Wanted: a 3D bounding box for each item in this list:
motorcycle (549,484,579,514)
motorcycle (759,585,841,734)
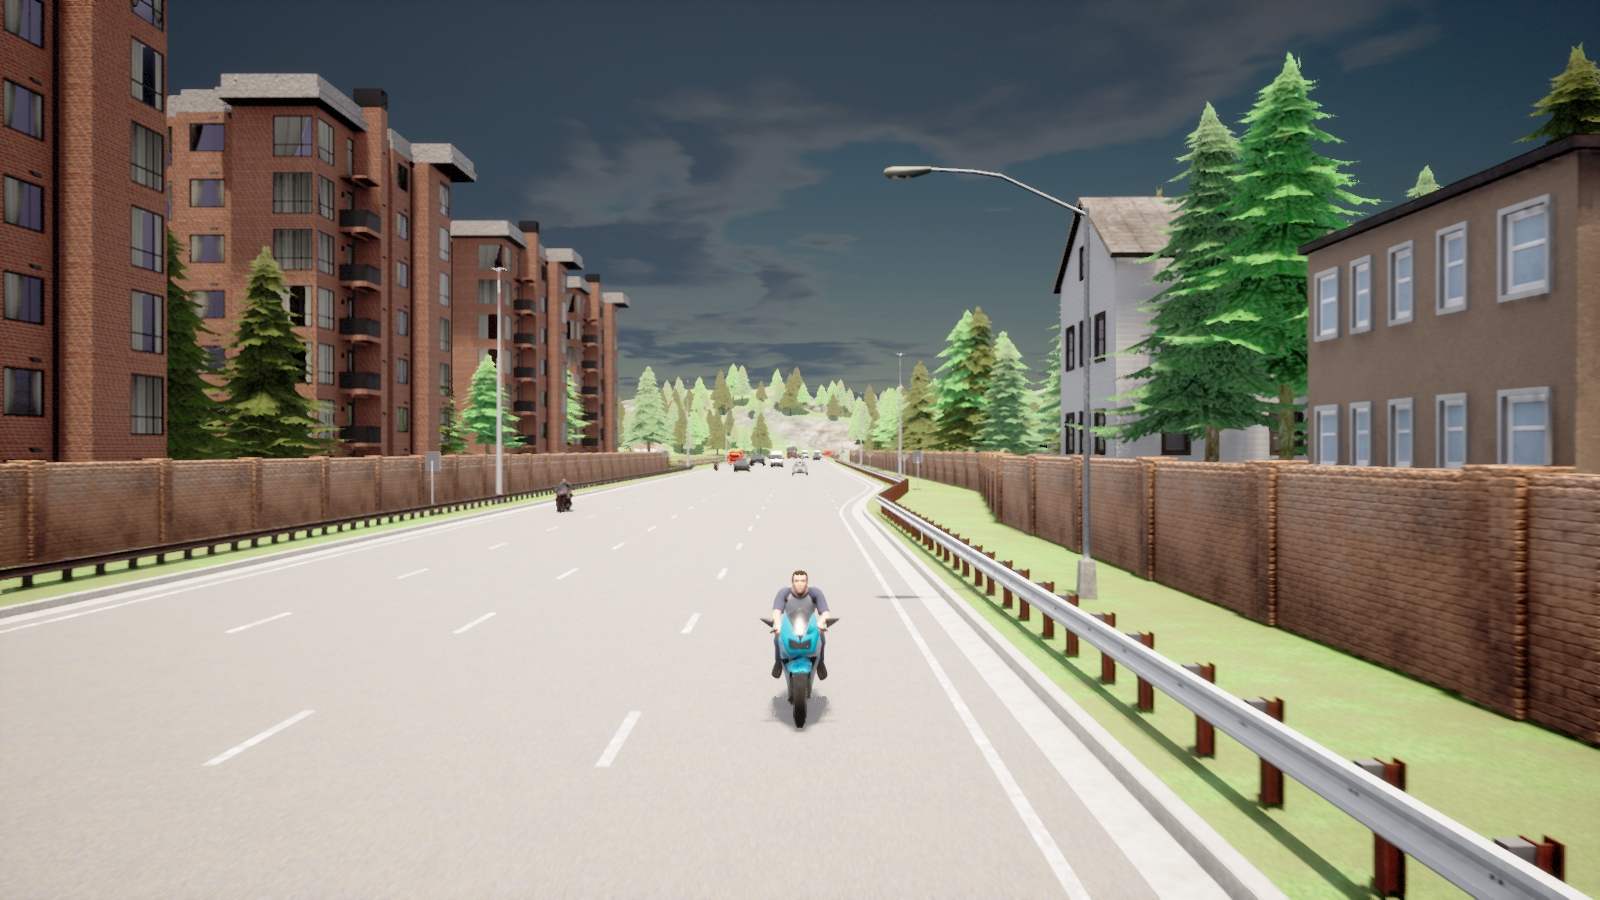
[{"bbox_3d":[-10.503,2.177,50.967,0.867,1.251,2.209,0,0,0],"label":"motorcycle"},{"bbox_3d":[0.000,2.177,12.215,0.803,1.199,2.033,0,1,0],"label":"motorcycle"}]
